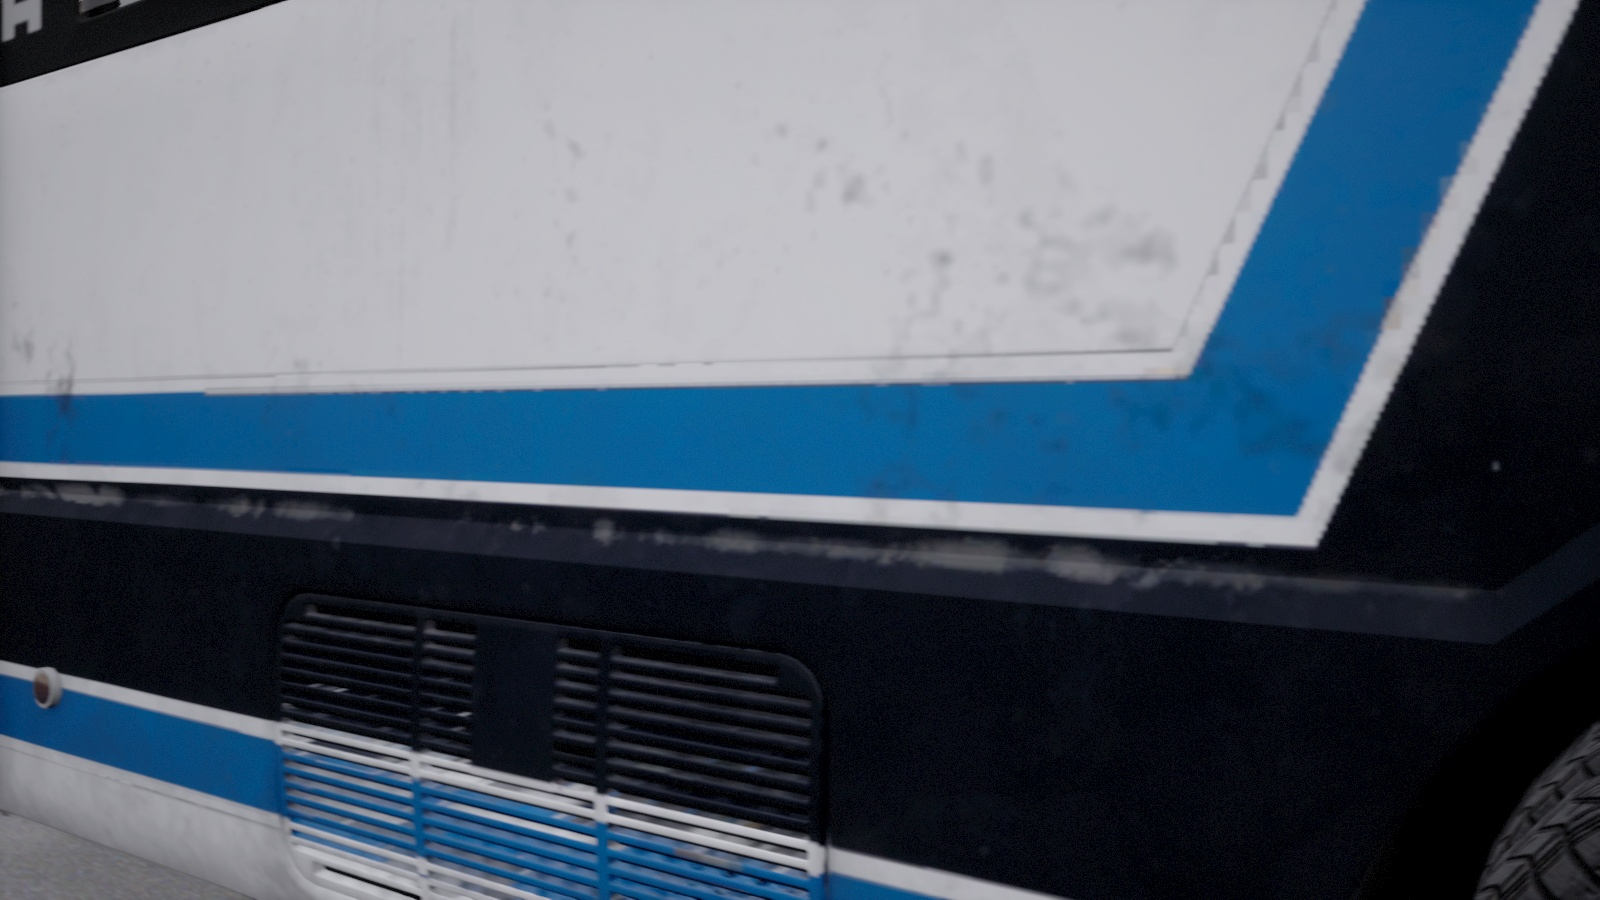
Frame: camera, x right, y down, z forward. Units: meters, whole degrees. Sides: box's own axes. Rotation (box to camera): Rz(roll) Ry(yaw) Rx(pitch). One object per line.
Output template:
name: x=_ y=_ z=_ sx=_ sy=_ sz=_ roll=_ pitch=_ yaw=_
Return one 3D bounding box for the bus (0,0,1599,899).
bus: x=-0.195 y=-0.694 z=3.726 sx=10.273 sy=4.253 sz=3.944 roll=0 pitch=1 yaw=34
